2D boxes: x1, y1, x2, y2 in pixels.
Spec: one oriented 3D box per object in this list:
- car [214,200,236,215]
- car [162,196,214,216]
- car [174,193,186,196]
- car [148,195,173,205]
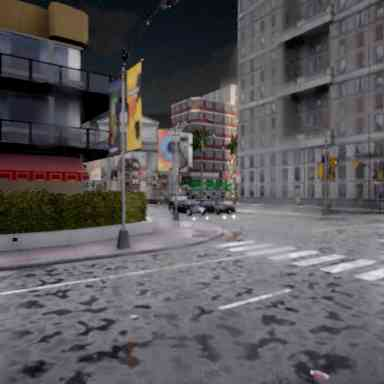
[{"bbox_3d":[2.183,1.542,34.561,2.033,1.411,5.357,0,0,-35],"label":"car"},{"bbox_3d":[-0.501,1.487,32.296,2.128,1.511,4.902,0,0,-35],"label":"car"},{"bbox_3d":[-2.412,1.213,62.387,2.150,2.045,5.566,0,0,-15],"label":"car"},{"bbox_3d":[-6.124,1.497,59.702,1.837,1.490,4.892,0,0,-44],"label":"car"}]
